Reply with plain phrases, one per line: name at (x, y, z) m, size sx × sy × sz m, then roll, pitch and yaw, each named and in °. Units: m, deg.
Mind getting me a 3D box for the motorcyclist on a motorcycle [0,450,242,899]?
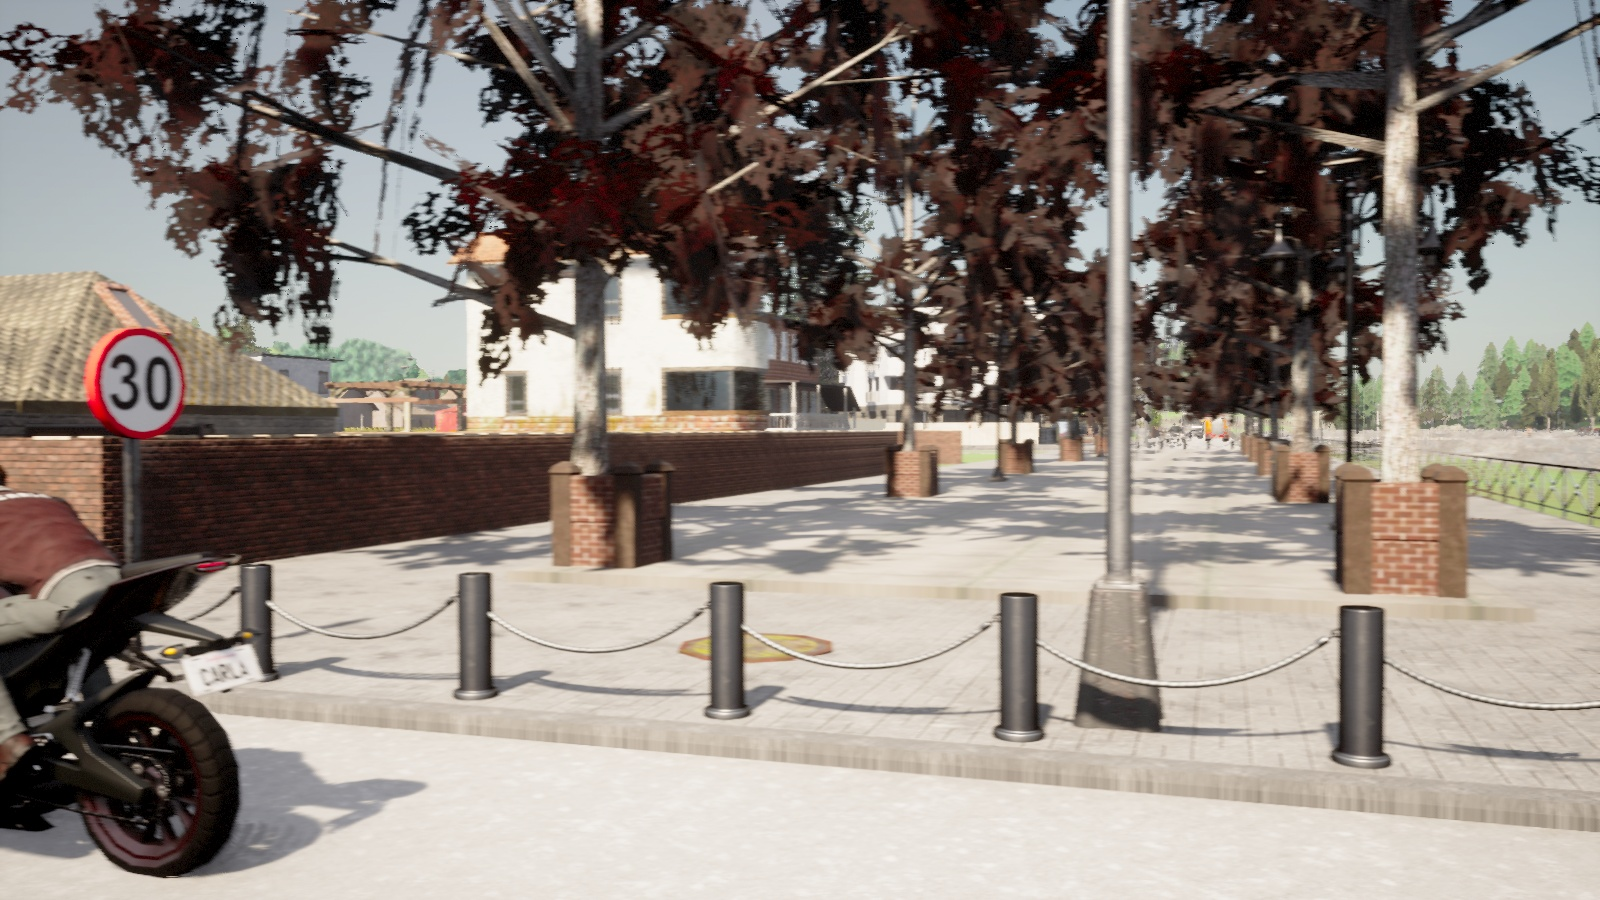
motorcyclist on a motorcycle at (-3.360, 0.771, 4.852) m, size 2.191 × 1.530 × 0.866 m, roll 1°, pitch 1°, yaw 19°
